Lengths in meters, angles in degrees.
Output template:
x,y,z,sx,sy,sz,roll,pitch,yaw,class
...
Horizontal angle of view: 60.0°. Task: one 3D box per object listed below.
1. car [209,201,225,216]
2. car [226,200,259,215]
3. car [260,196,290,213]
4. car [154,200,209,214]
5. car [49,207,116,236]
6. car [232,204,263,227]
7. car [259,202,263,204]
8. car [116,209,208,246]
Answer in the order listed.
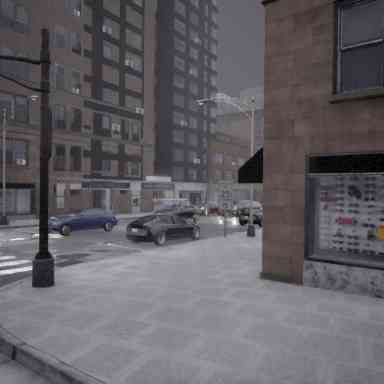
x,y,z,sx,sy,sz,roll,pitch,yaw,class
1.431,1.645,34.807,1.967,1.590,4.097,0,0,36,car
4.786,1.613,35.036,2.097,1.767,4.553,1,0,36,car
10.918,1.573,43.481,2.150,2.045,5.566,1,0,33,car
-1.085,1.671,26.933,2.128,1.511,4.902,1,0,36,car
-6.458,1.634,19.499,1.812,1.442,4.674,1,0,38,car
5.118,1.850,25.358,1.947,1.339,4.313,0,0,36,car
7.770,1.823,43.578,1.752,1.417,4.829,0,0,36,car
-1.323,1.764,16.449,1.947,1.339,4.313,0,0,36,car
